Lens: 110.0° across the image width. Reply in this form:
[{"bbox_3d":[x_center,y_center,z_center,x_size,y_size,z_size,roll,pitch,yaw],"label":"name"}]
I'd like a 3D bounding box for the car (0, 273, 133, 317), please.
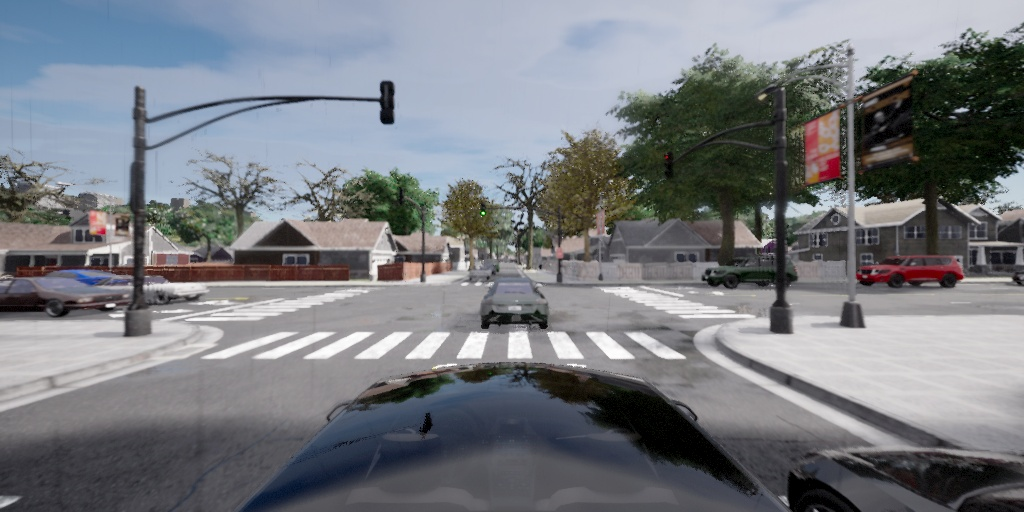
[{"bbox_3d":[-17.807,1.492,13.532,5.357,1.411,2.033,0,0,0],"label":"car"}]

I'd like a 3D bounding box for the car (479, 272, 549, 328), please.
[{"bbox_3d":[0.059,1.391,11.741,1.994,1.385,4.181,0,0,0],"label":"car"}]

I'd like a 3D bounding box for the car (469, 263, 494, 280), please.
[{"bbox_3d":[-3.088,1.637,35.069,1.895,1.301,4.718,0,-1,0],"label":"car"}]

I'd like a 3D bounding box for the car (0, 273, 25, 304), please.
[{"bbox_3d":[-26.380,1.549,16.795,4.674,1.442,1.812,0,0,0],"label":"car"}]

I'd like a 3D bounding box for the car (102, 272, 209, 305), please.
[{"bbox_3d":[-17.198,1.567,16.782,4.718,1.301,1.895,0,0,-3],"label":"car"}]

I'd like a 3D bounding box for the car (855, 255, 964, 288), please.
[{"bbox_3d":[25.849,0.986,23.464,5.566,2.045,2.150,0,0,0],"label":"car"}]

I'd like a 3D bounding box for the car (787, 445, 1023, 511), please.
[{"bbox_3d":[2.637,1.306,0.491,1.948,1.339,4.313,0,0,0],"label":"car"}]

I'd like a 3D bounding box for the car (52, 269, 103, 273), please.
[{"bbox_3d":[-24.868,1.518,20.249,5.008,1.535,1.882,0,0,0],"label":"car"}]

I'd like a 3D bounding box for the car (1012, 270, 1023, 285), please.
[{"bbox_3d":[35.947,1.201,23.448,4.902,1.511,2.128,0,0,0],"label":"car"}]

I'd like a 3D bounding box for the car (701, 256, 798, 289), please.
[{"bbox_3d":[15.482,1.044,23.474,5.566,2.045,2.150,0,0,0],"label":"car"}]

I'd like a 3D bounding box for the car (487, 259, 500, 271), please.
[{"bbox_3d":[-3.068,1.445,55.635,2.150,2.045,5.566,0,-1,0],"label":"car"}]

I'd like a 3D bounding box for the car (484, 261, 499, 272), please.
[{"bbox_3d":[-3.043,1.691,45.114,1.994,1.385,4.181,0,-1,0],"label":"car"}]
